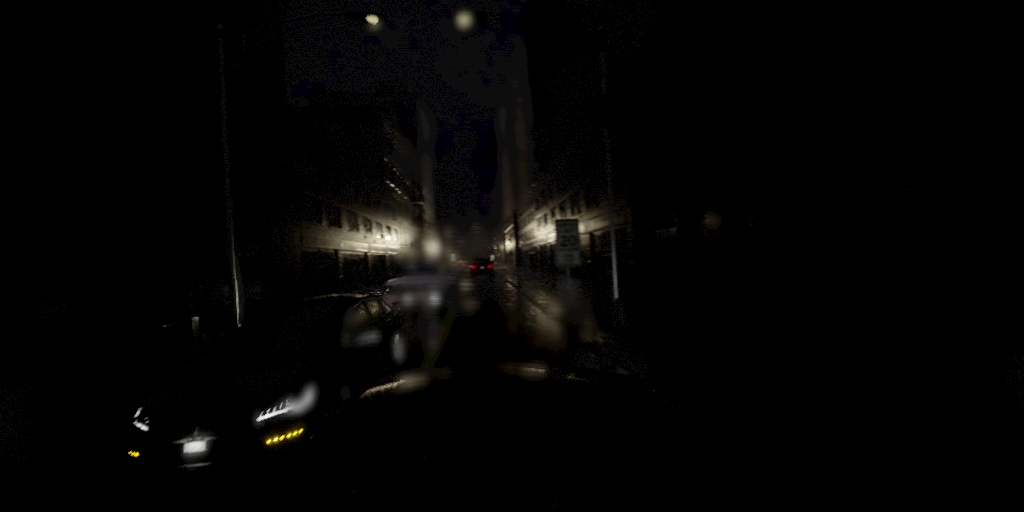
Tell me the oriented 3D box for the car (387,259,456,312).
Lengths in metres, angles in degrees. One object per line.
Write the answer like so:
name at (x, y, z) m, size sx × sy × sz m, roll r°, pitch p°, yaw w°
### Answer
car at (-3.948, 1.210, 15.639) m, size 2.150 × 2.045 × 5.566 m, roll -3°, pitch 0°, yaw -4°

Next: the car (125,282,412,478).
car at (-2.995, 1.427, 5.539) m, size 1.837 × 1.490 × 4.892 m, roll -3°, pitch 0°, yaw -5°

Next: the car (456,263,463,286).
car at (-4.899, 1.552, 25.802) m, size 2.128 × 1.511 × 4.902 m, roll -3°, pitch 0°, yaw -6°

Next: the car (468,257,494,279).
car at (-2.992, 1.197, 36.237) m, size 2.150 × 2.045 × 5.566 m, roll -3°, pitch 0°, yaw -5°
